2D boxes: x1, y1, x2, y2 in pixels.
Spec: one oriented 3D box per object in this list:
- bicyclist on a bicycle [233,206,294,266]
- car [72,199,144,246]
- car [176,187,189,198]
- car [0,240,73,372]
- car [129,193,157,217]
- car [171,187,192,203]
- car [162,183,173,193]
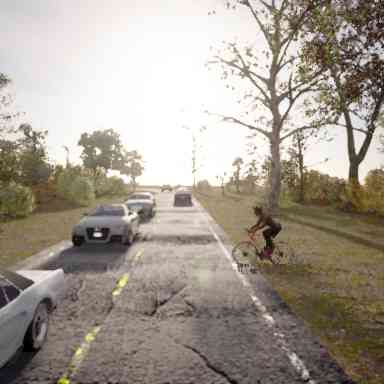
[{"bbox_3d":[1.913,1.196,8.890,1.656,1.620,0.582,0,2,-2],"label":"bicyclist on a bicycle"},{"bbox_3d":[-3.216,1.190,13.096,1.994,1.385,4.181,0,2,-2],"label":"car"},{"bbox_3d":[-1.431,0.089,49.773,1.837,1.490,4.892,0,1,-2],"label":"car"},{"bbox_3d":[-2.912,1.515,3.115,1.895,1.301,4.718,0,2,-1],"label":"car"},{"bbox_3d":[-3.523,0.832,23.112,2.128,1.511,4.902,0,2,-2],"label":"car"},{"bbox_3d":[-1.028,0.416,37.100,1.882,1.535,5.008,0,1,-2],"label":"car"},{"bbox_3d":[-5.667,-0.938,74.898,2.150,2.045,5.566,0,2,-9],"label":"car"}]
